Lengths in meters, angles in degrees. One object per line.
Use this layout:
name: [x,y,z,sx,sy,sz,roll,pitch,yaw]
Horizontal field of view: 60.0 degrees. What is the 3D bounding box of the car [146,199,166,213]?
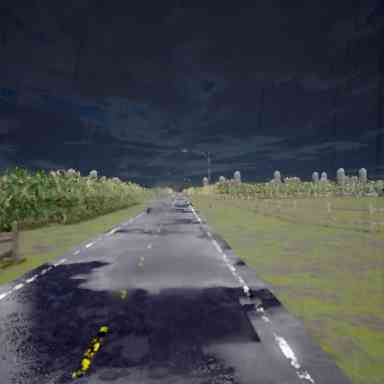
car: [-3.941,1.538,37.202,1.837,1.490,4.892,-2,0,-2]
